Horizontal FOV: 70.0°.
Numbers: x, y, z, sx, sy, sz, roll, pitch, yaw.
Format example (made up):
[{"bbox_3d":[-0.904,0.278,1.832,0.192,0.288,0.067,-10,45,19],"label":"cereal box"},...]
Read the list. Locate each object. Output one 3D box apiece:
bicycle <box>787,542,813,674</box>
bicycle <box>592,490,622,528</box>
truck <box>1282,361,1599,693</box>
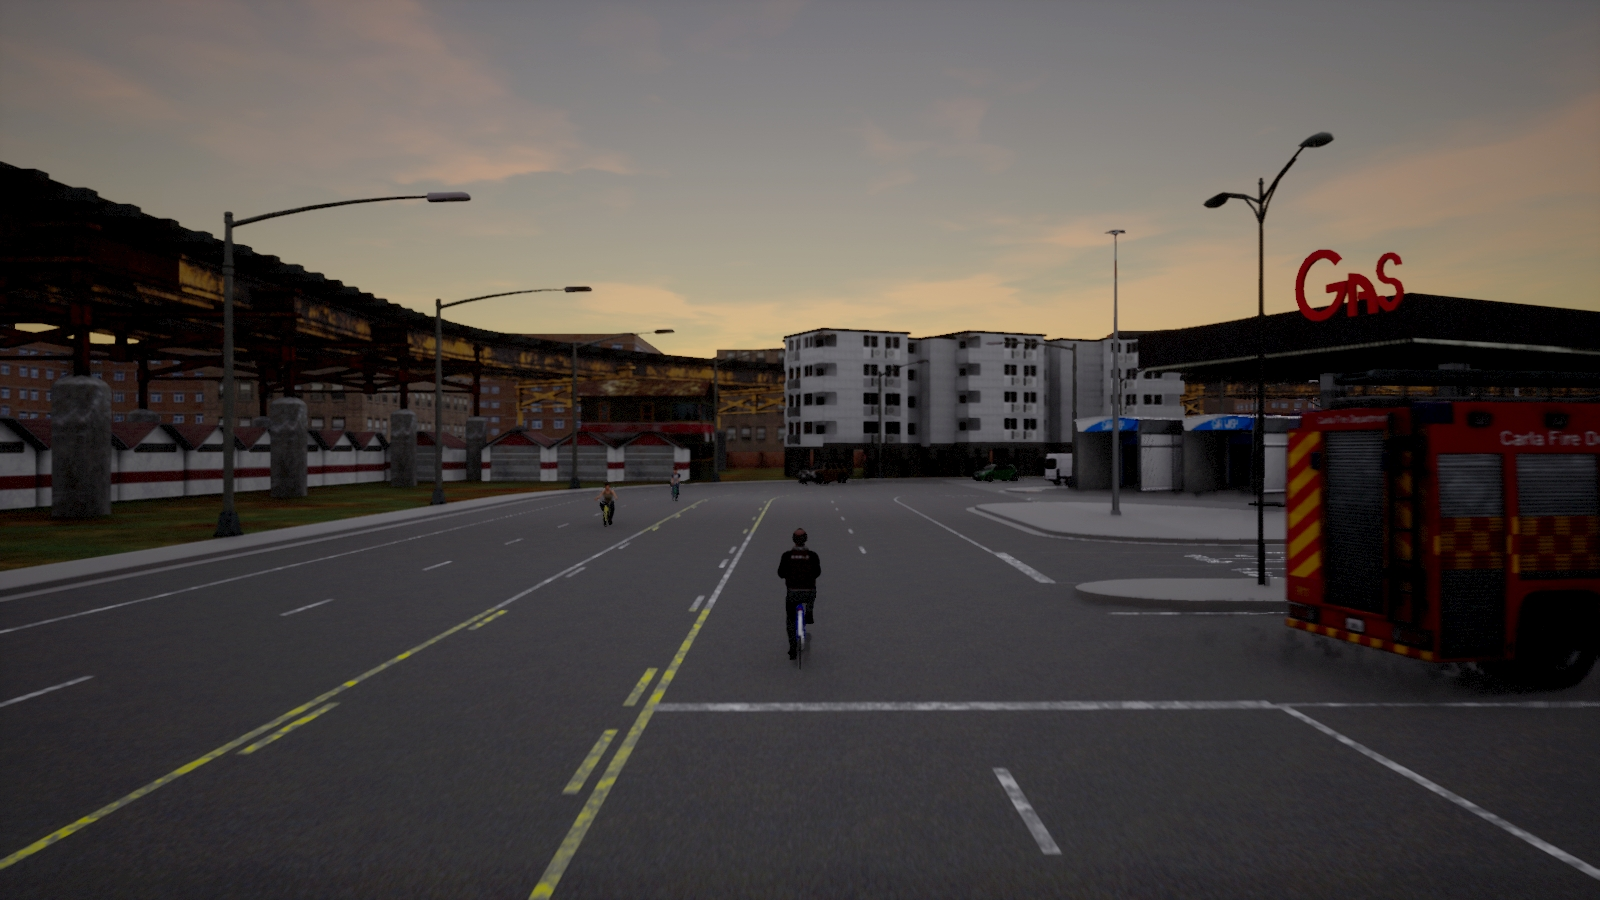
[{"bbox_3d":[-0.005,2.048,15.195,0.329,1.496,1.835,0,0,0],"label":"bicycle"},{"bbox_3d":[-7.006,2.146,41.518,0.859,1.301,1.487,0,0,0],"label":"bicycle"},{"bbox_3d":[11.176,0.890,15.300,8.468,3.827,2.891,0,0,-10],"label":"truck"}]
